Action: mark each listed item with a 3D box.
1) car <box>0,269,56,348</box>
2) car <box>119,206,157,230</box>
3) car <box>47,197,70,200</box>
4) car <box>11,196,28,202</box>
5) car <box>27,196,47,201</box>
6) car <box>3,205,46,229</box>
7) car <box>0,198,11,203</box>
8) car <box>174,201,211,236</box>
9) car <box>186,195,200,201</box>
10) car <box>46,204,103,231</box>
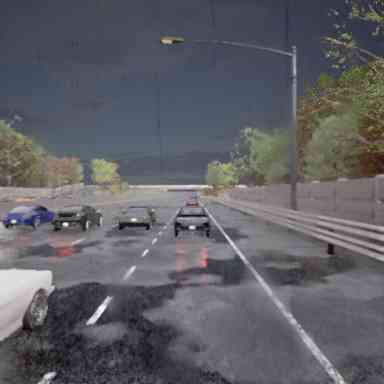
[{"bbox_3d":[-3.397,1.606,3.916,1.895,1.301,4.718,0,0,0],"label":"car"},{"bbox_3d":[-3.383,1.589,21.386,1.994,1.385,4.181,0,0,0],"label":"car"},{"bbox_3d":[-21.005,1.590,54.125,2.128,1.511,4.902,0,0,1],"label":"car"},{"bbox_3d":[-27.978,1.459,56.480,2.097,1.767,4.553,0,0,0],"label":"car"},{"bbox_3d":[-24.490,1.593,54.925,2.128,1.511,4.902,0,0,1],"label":"car"},{"bbox_3d":[-10.385,1.552,21.693,1.812,1.442,4.674,0,0,0],"label":"car"},{"bbox_3d":[-31.469,1.705,56.182,1.895,1.301,4.718,0,0,0],"label":"car"},{"bbox_3d":[0.013,1.513,18.619,2.128,1.511,4.902,0,0,0],"label":"car"},{"bbox_3d":[0.039,1.662,55.251,1.994,1.385,4.181,0,0,0],"label":"car"},{"bbox_3d":[-6.886,1.529,20.547,1.837,1.490,4.892,0,0,0],"label":"car"}]
